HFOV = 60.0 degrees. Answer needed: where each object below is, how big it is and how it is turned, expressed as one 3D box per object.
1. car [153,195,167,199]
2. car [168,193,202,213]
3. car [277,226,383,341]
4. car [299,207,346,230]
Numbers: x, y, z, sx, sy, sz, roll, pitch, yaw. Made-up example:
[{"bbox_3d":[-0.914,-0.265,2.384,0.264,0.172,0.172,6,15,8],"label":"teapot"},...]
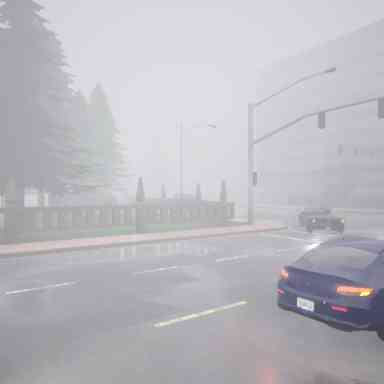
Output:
[{"bbox_3d":[-5.342,1.470,50.973,1.812,1.442,4.674,0,0,-10],"label":"car"},{"bbox_3d":[-0.302,1.169,37.182,2.150,2.045,5.566,0,0,-29],"label":"car"},{"bbox_3d":[3.593,1.526,6.332,4.674,1.442,1.812,0,0,-35],"label":"car"},{"bbox_3d":[7.535,1.599,19.542,1.895,1.301,4.718,0,0,10],"label":"car"}]
